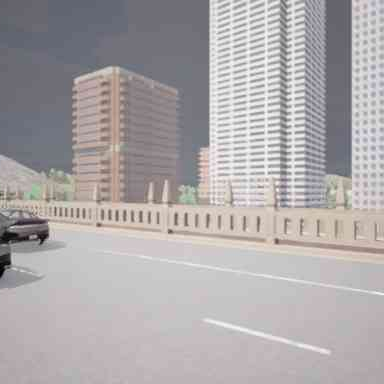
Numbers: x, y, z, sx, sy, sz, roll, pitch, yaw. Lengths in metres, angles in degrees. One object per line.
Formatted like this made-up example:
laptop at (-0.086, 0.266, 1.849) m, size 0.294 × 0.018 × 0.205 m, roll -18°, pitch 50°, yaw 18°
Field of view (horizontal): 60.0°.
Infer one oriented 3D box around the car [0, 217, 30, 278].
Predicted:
car at (-6.654, 1.492, 8.738) m, size 4.902 × 1.511 × 2.128 m, roll 0°, pitch 0°, yaw 36°

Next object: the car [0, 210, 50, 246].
car at (-7.979, 1.492, 13.982) m, size 4.902 × 1.511 × 2.128 m, roll 0°, pitch 0°, yaw 35°
